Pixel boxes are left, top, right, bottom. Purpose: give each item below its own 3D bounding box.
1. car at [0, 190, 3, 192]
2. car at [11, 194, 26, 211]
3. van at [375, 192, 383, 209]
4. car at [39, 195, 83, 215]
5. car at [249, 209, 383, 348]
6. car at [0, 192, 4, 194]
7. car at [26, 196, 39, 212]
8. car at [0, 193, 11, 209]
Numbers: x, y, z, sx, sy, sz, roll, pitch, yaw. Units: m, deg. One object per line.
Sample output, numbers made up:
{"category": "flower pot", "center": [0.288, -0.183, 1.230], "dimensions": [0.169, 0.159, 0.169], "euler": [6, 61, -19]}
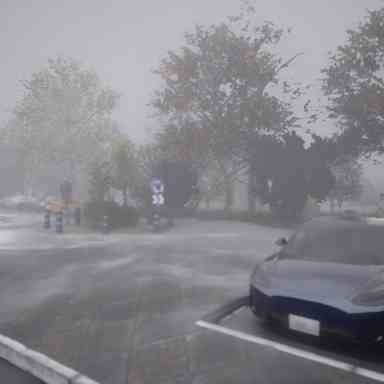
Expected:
{"category": "car", "center": [-24.995, 0.688, 42.011], "dimensions": [2.435, 2.045, 5.566], "euler": [2, 1, 36]}
{"category": "car", "center": [-16.072, 1.224, 35.457], "dimensions": [2.163, 1.488, 4.792], "euler": [2, 1, 36]}
{"category": "van", "center": [10.336, 0.934, 16.478], "dimensions": [1.878, 1.987, 4.442], "euler": [1, 1, 36]}
{"category": "car", "center": [-11.676, 1.319, 32.293], "dimensions": [2.097, 1.535, 5.008], "euler": [2, 1, 36]}
{"category": "car", "center": [2.760, 1.194, 5.934], "dimensions": [2.163, 1.488, 4.792], "euler": [1, 1, 36]}
{"category": "car", "center": [-20.645, 1.064, 38.586], "dimensions": [1.946, 1.575, 5.366], "euler": [2, 1, 36]}
{"category": "car", "center": [-13.894, 1.130, 33.950], "dimensions": [2.185, 1.767, 4.553], "euler": [2, 1, 36]}
{"category": "car", "center": [-18.297, 1.170, 37.106], "dimensions": [2.002, 1.452, 4.674], "euler": [2, 1, 36]}
